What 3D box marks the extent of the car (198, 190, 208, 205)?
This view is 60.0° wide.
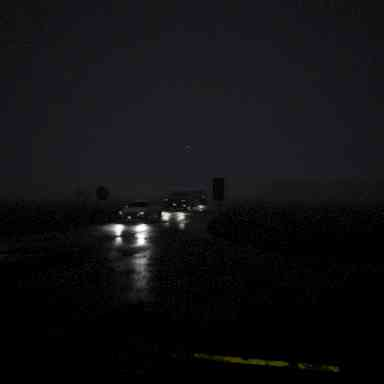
[{"bbox_3d":[1.036,0.709,47.551,2.150,2.045,5.566,0,1,10],"label":"car"}]

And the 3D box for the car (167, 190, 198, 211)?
[{"bbox_3d":[-1.208,0.839,34.765,2.150,2.045,5.566,0,1,10],"label":"car"}]

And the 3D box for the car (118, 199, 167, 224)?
[{"bbox_3d":[-3.392,1.267,22.675,1.812,1.442,4.674,0,0,11],"label":"car"}]
